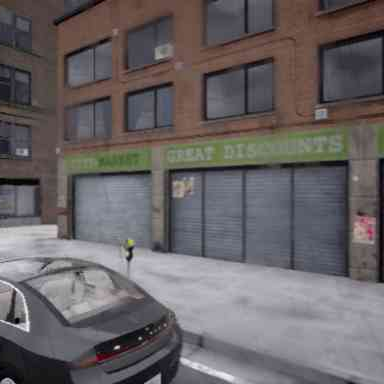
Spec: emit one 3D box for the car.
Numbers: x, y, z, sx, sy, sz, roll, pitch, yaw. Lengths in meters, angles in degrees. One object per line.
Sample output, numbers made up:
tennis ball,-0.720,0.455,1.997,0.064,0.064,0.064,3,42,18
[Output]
car,-2.155,1.547,4.347,4.403,1.369,2.008,0,0,35
